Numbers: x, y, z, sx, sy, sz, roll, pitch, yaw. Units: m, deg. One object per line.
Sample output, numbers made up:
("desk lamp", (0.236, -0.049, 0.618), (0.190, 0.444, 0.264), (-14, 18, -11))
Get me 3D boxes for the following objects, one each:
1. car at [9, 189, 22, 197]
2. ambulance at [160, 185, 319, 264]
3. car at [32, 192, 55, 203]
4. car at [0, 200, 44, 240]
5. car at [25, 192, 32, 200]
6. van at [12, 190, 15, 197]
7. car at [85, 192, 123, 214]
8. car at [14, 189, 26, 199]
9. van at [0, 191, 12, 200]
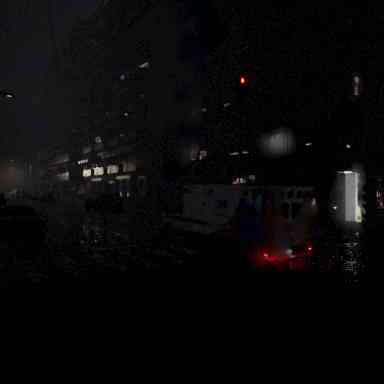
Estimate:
("car", (-37.478, 0.270, 70.493), (1.967, 1.590, 4.097), (2, 0, -36))
("ambulance", (1.172, 0.986, 12.071), (2.351, 2.431, 6.366), (0, 2, -36))
("car", (-20.971, 0.709, 47.526), (1.967, 1.590, 4.097), (2, 0, -36))
("car", (-7.967, 1.259, 15.069), (1.887, 1.381, 4.507), (2, 0, -36))
("car", (-24.276, 0.746, 52.119), (1.947, 1.339, 4.313), (2, 0, -36))
("van", (-34.174, 0.259, 65.899), (1.690, 1.788, 3.998), (2, 0, -36))
("car", (-7.762, 0.935, 29.152), (2.192, 1.841, 5.009), (2, 0, -36))
("car", (-30.977, 0.528, 61.444), (1.752, 1.417, 4.829), (2, 0, -36))
("van", (-14.563, 0.880, 24.255), (1.690, 1.788, 3.998), (2, 0, -36))
